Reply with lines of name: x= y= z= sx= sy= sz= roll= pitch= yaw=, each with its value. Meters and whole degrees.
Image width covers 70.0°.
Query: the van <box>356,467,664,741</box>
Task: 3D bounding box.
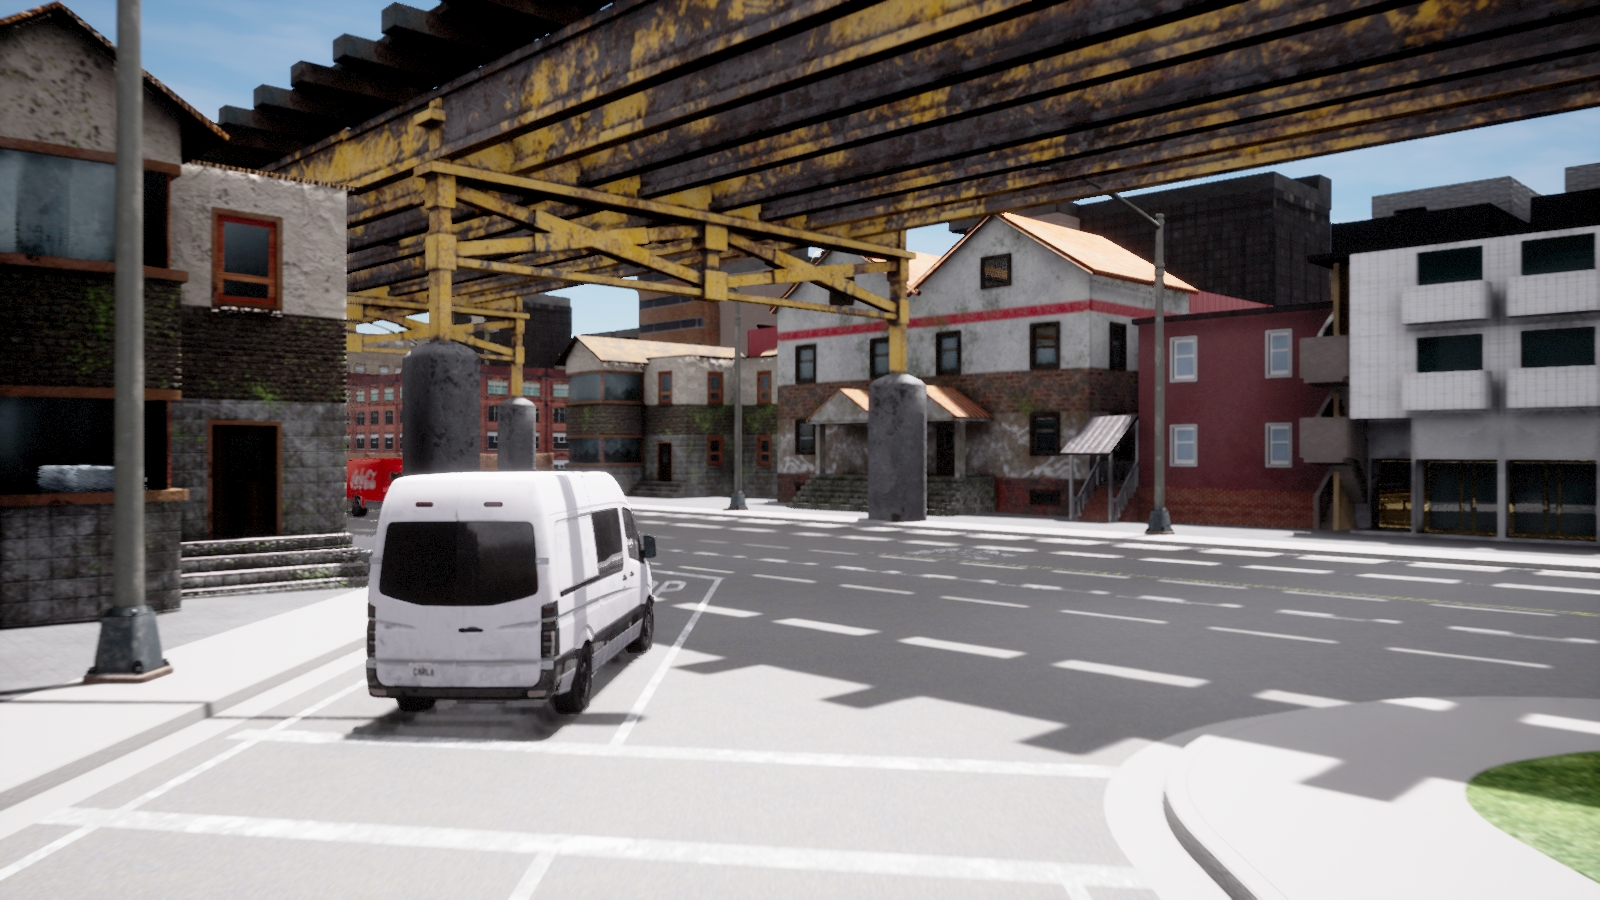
van: x=-3.181 y=1.534 z=14.057 sx=1.988 sy=2.561 sz=5.915 roll=0 pitch=0 yaw=3

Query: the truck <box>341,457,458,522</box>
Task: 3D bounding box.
truck: x=-16.682 y=1.563 z=47.437 sx=2.627 sy=2.467 sz=5.204 roll=0 pitch=0 yaw=-45
